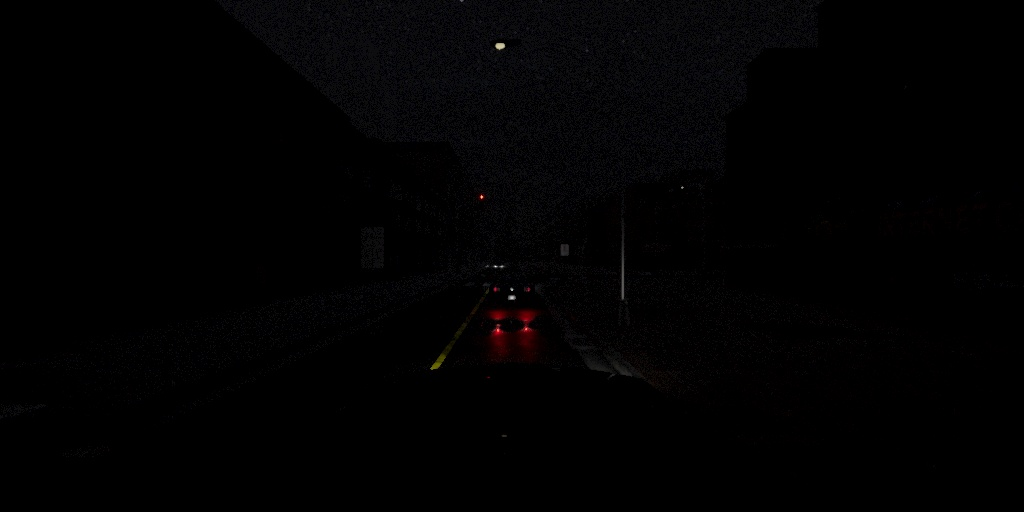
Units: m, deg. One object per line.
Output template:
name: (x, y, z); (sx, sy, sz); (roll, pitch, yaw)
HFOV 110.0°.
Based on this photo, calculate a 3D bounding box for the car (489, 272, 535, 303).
car: (0.000, 1.366, 16.531); (1.895, 1.301, 4.718); (0, 0, 0)
